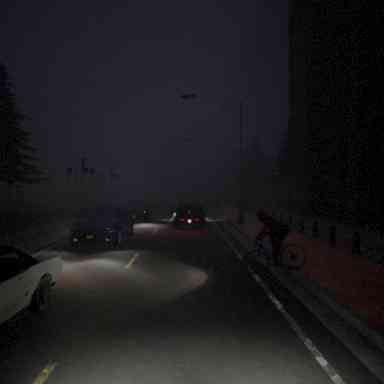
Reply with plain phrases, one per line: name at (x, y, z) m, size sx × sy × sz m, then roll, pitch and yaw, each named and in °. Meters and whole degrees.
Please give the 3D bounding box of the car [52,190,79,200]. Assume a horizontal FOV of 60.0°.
car at (-25.714, 0.863, 67.879) m, size 3.806 × 1.475 × 1.970 m, roll 0°, pitch 0°, yaw -1°

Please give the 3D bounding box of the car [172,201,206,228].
car at (-0.166, 1.337, 20.846) m, size 1.837 × 1.490 × 4.892 m, roll 0°, pitch 0°, yaw -1°

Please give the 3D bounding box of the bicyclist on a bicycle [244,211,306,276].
bicyclist on a bicycle at (2.077, 1.298, 8.599) m, size 1.656 × 1.620 × 0.582 m, roll -9°, pitch 1°, yaw -1°

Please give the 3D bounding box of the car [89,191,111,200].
car at (-18.253, 0.874, 65.001) m, size 3.633 × 1.501 × 1.845 m, roll 0°, pitch 0°, yaw -1°

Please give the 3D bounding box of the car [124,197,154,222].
car at (-3.905, 1.331, 24.468) m, size 1.812 × 1.442 × 4.674 m, roll 0°, pitch 0°, yaw 0°

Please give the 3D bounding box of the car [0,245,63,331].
car at (-3.651, 1.562, 4.823) m, size 1.895 × 1.301 × 4.718 m, roll 0°, pitch 0°, yaw -1°

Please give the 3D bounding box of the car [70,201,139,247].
car at (-3.784, 1.360, 14.693) m, size 1.882 × 1.535 × 5.008 m, roll 0°, pitch 0°, yaw -1°

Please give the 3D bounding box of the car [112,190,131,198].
car at (-18.369, 0.450, 83.582) m, size 4.605 × 1.855 × 1.932 m, roll 0°, pitch 0°, yaw -1°

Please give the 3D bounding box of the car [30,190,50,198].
car at (-36.868, 0.706, 79.720) m, size 3.633 × 1.501 × 1.845 m, roll 0°, pitch 0°, yaw -1°

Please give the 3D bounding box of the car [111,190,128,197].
car at (-18.821, 0.407, 86.481) m, size 3.866 × 1.878 × 1.905 m, roll 0°, pitch 0°, yaw -1°
